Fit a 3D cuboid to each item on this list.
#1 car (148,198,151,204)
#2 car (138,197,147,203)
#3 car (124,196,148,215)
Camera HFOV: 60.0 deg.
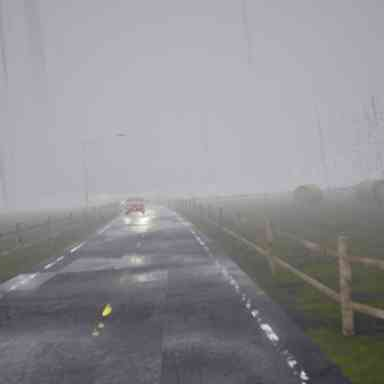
[{"bbox_3d":[-10.951,2.025,78.864,1.882,1.535,5.008,-3,0,-12],"label":"car"},{"bbox_3d":[-13.282,2.113,89.060,2.128,1.511,4.902,-3,0,-14],"label":"car"},{"bbox_3d":[-6.556,1.516,38.596,2.150,2.045,5.566,-3,0,-8],"label":"car"}]
